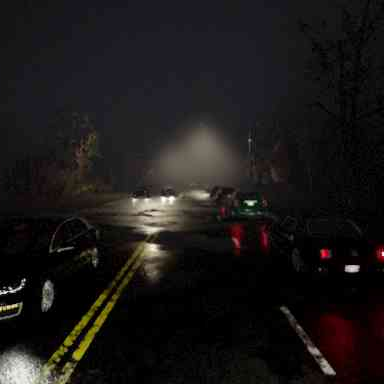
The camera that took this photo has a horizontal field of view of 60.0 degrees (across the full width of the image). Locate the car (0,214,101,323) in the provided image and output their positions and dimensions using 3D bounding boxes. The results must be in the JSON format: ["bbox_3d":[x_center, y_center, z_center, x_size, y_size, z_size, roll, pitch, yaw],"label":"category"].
[{"bbox_3d":[-3.361,1.312,7.103,1.837,1.490,4.892,-1,2,0],"label":"car"}]

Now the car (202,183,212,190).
[{"bbox_3d":[3.396,-1.233,75.409,1.994,1.385,4.181,-1,2,1],"label":"car"}]

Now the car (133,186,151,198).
[{"bbox_3d":[-6.606,-0.054,44.508,1.882,1.535,5.008,0,2,0],"label":"car"}]

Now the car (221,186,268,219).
[{"bbox_3d":[3.236,0.616,20.486,2.097,1.767,4.553,-1,2,0],"label":"car"}]

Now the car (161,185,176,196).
[{"bbox_3d":[-3.371,-0.221,47.612,2.128,1.511,4.902,-3,3,1],"label":"car"}]

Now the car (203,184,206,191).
[{"bbox_3d":[3.232,-0.437,53.488,1.812,1.442,4.674,0,2,0],"label":"car"}]

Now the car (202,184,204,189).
[{"bbox_3d":[3.279,-0.777,64.481,1.895,1.301,4.718,-1,2,0],"label":"car"}]

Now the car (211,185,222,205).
[{"bbox_3d":[3.250,0.277,31.506,2.033,1.649,4.856,1,2,0],"label":"car"}]

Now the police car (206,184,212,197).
[{"bbox_3d":[3.232,-0.128,42.603,1.930,1.638,5.238,0,3,0],"label":"police car"}]

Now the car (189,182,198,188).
[{"bbox_3d":[0.293,-1.615,84.306,1.895,1.301,4.718,0,2,1],"label":"car"}]

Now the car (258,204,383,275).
[{"bbox_3d":[3.366,1.252,9.214,1.895,1.301,4.718,1,2,0],"label":"car"}]
